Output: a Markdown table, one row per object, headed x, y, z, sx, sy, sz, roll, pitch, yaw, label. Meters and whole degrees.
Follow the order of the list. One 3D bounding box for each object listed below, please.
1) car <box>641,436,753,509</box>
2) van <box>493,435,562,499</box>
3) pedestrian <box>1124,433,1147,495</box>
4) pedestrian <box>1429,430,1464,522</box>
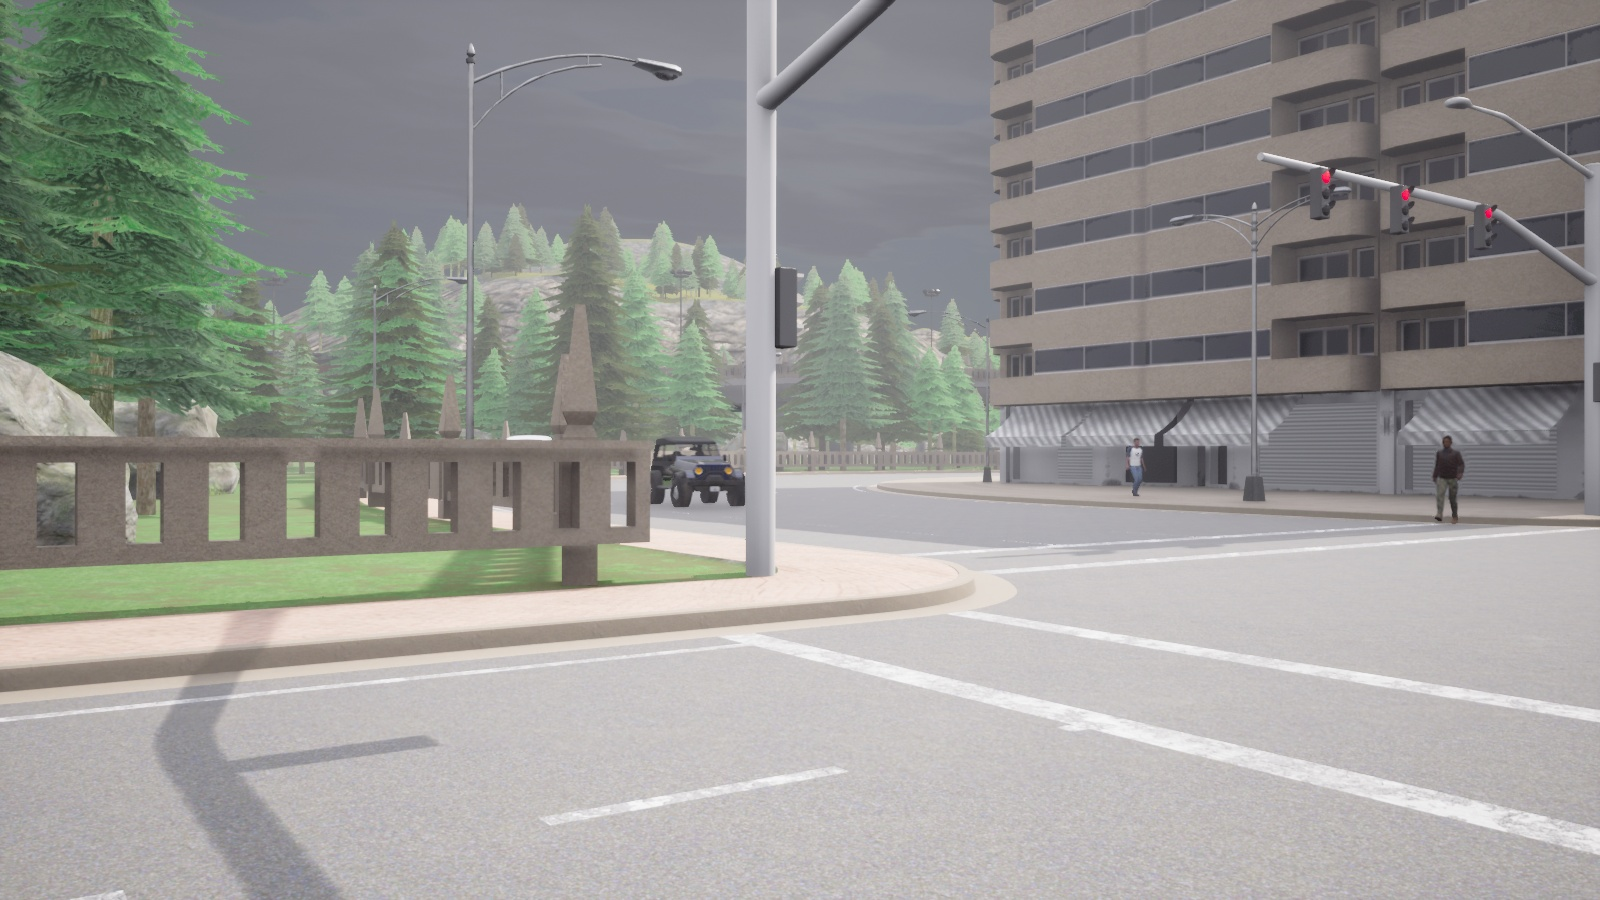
| x | y | z | sx | sy | sz | roll | pitch | yaw | label |
| --- | --- | --- | --- | --- | --- | --- | --- | --- | --- |
| -2.860 | 0.580 | 34.138 | 1.905 | 1.878 | 3.866 | 0 | 0 | -23 | car |
| -9.126 | 0.541 | 42.339 | 2.069 | 2.038 | 4.480 | 0 | 0 | -10 | van |
| 10.074 | 0.423 | 37.711 | 0.354 | 1.836 | 0.706 | 0 | 0 | -18 | pedestrian |
| 13.176 | 0.526 | 25.586 | 0.431 | 1.840 | 0.703 | 0 | 0 | 45 | pedestrian |
